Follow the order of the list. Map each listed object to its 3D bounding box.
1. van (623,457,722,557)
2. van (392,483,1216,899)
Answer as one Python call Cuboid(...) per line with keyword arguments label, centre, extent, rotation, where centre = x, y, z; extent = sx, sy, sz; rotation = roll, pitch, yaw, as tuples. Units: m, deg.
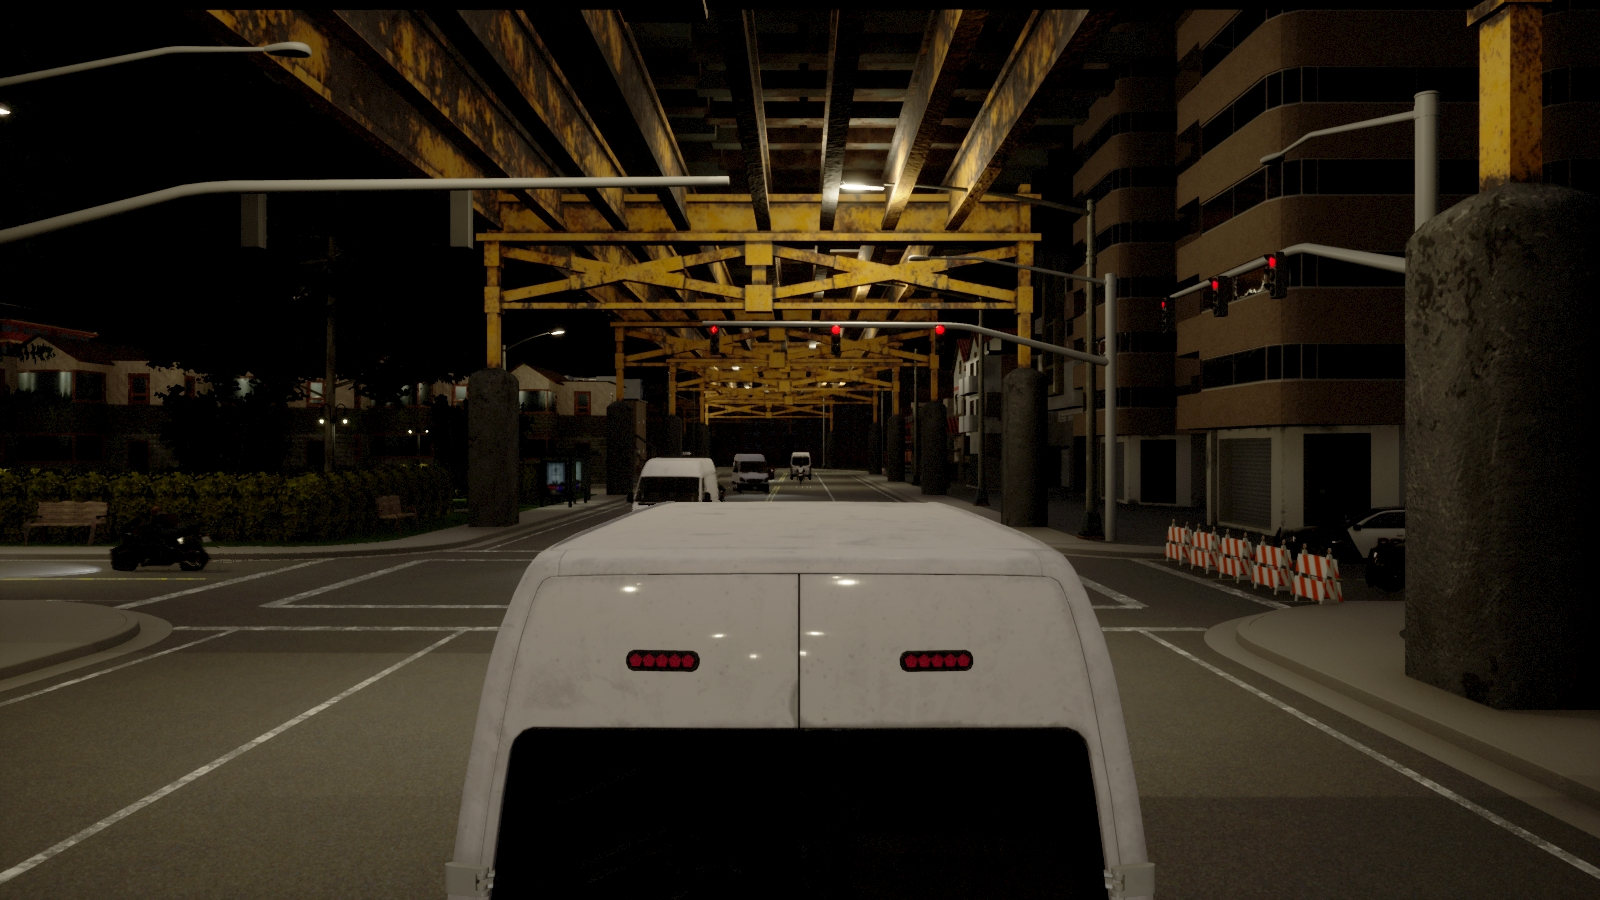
Cuboid(label="van", centre=(-3.548, 1.520, 32.931), extent=(1.988, 2.561, 5.915), rotation=(0, 0, 2))
Cuboid(label="van", centre=(0.015, 1.531, 5.717), extent=(1.988, 2.561, 5.915), rotation=(0, 0, 0))
